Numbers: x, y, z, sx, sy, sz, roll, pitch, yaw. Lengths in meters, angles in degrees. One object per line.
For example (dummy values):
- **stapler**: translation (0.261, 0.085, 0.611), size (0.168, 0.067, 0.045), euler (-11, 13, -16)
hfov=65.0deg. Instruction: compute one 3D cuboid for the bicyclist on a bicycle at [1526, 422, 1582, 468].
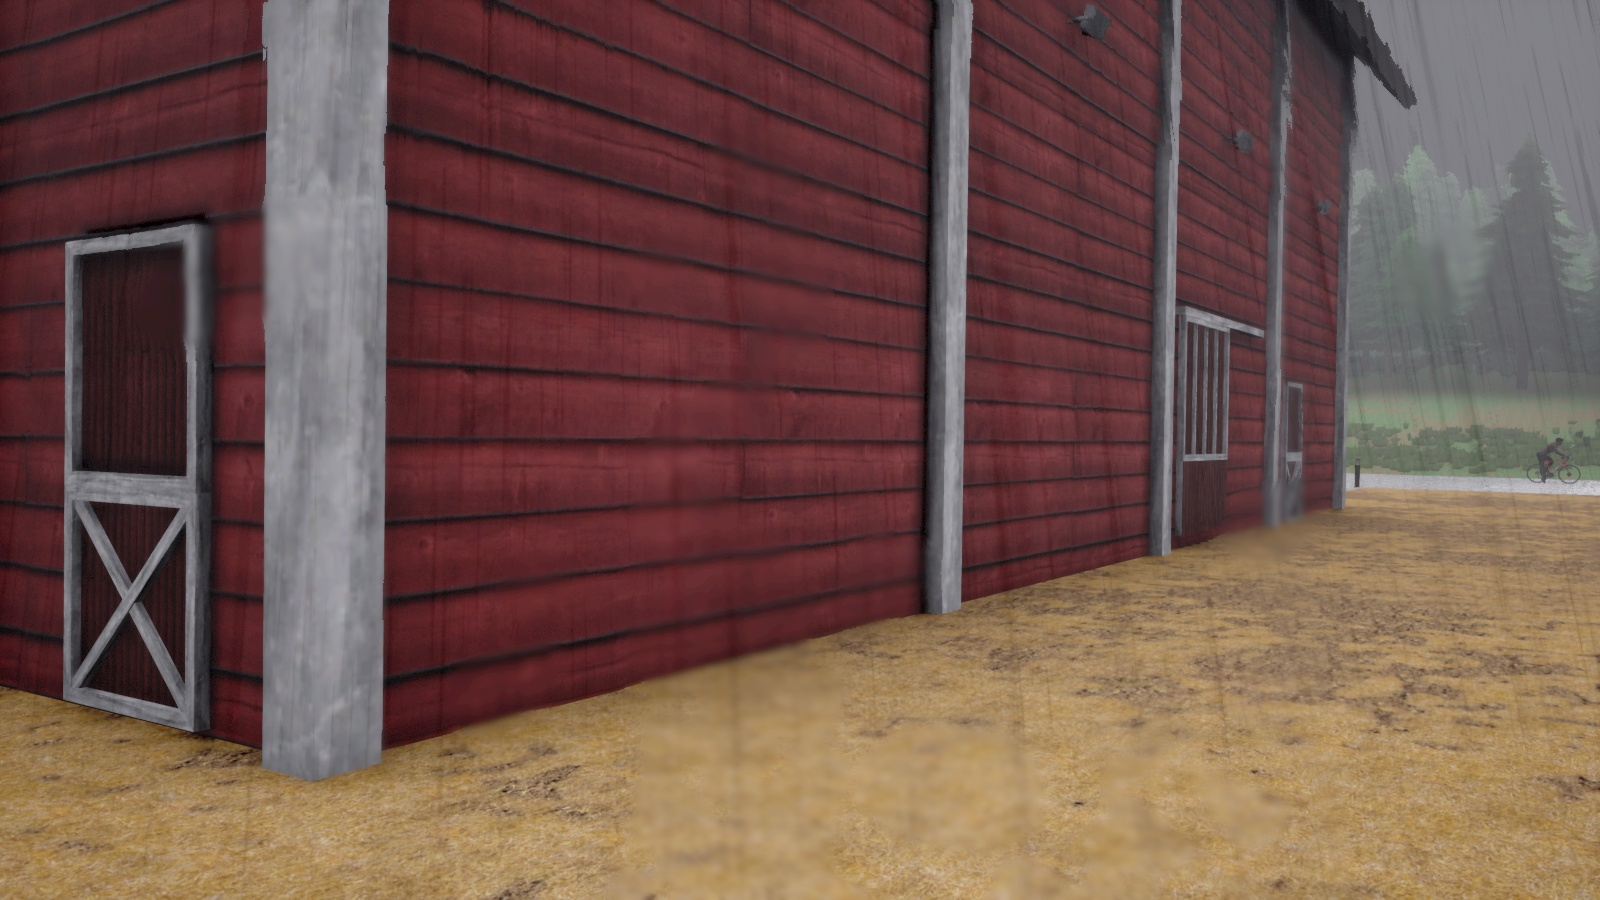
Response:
- **bicyclist on a bicycle**: translation (26.668, -0.193, 44.434), size (1.656, 1.620, 0.582), euler (1, 1, 34)
